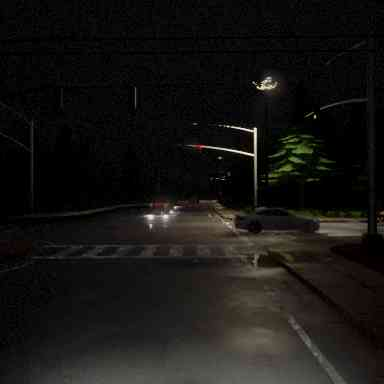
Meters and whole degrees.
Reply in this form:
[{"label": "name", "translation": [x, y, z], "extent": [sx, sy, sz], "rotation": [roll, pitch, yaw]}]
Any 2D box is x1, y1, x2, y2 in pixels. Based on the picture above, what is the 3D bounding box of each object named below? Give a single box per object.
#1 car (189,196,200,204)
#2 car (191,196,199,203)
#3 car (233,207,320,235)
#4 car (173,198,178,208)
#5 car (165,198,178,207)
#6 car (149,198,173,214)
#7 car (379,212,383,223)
[{"label": "car", "translation": [0.379, 1.691, 65.423], "extent": [1.812, 1.442, 4.674], "rotation": [0, 0, 2]}, {"label": "car", "translation": [0.708, 1.631, 75.730], "extent": [1.837, 1.490, 4.892], "rotation": [0, 0, 2]}, {"label": "car", "translation": [4.670, 1.571, 18.580], "extent": [4.674, 1.442, 1.812], "rotation": [0, 0, 1]}, {"label": "car", "translation": [-3.552, 1.632, 47.102], "extent": [2.128, 1.511, 4.902], "rotation": [0, 0, 0]}, {"label": "car", "translation": [-3.448, 1.729, 57.102], "extent": [1.994, 1.385, 4.181], "rotation": [0, 0, 1]}, {"label": "car", "translation": [-3.577, 1.468, 37.301], "extent": [2.097, 1.767, 4.553], "rotation": [0, 0, 0]}, {"label": "car", "translation": [15.165, 1.484, 22.084], "extent": [5.008, 1.535, 1.882], "rotation": [0, 0, 1]}]
